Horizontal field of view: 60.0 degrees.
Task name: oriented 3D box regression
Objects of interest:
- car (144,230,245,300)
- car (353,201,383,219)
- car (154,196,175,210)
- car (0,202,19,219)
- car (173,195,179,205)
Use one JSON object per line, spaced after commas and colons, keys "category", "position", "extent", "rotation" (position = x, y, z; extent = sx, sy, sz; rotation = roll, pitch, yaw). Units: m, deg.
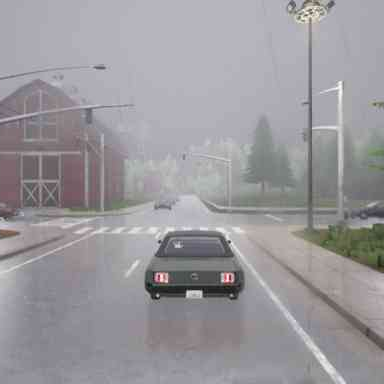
{"category": "car", "position": [0.063, 1.598, 8.339], "extent": [1.895, 1.301, 4.718], "rotation": [0, 0, 0]}
{"category": "car", "position": [15.106, 1.489, 27.134], "extent": [4.674, 1.442, 1.812], "rotation": [0, 0, -1]}
{"category": "car", "position": [-3.613, 1.549, 42.150], "extent": [1.994, 1.385, 4.181], "rotation": [0, 0, 0]}
{"category": "car", "position": [-16.285, 1.482, 26.397], "extent": [4.674, 1.442, 1.812], "rotation": [0, 0, 1]}
{"category": "car", "position": [-3.607, 1.479, 54.579], "extent": [1.837, 1.490, 4.892], "rotation": [0, 2, 0]}
